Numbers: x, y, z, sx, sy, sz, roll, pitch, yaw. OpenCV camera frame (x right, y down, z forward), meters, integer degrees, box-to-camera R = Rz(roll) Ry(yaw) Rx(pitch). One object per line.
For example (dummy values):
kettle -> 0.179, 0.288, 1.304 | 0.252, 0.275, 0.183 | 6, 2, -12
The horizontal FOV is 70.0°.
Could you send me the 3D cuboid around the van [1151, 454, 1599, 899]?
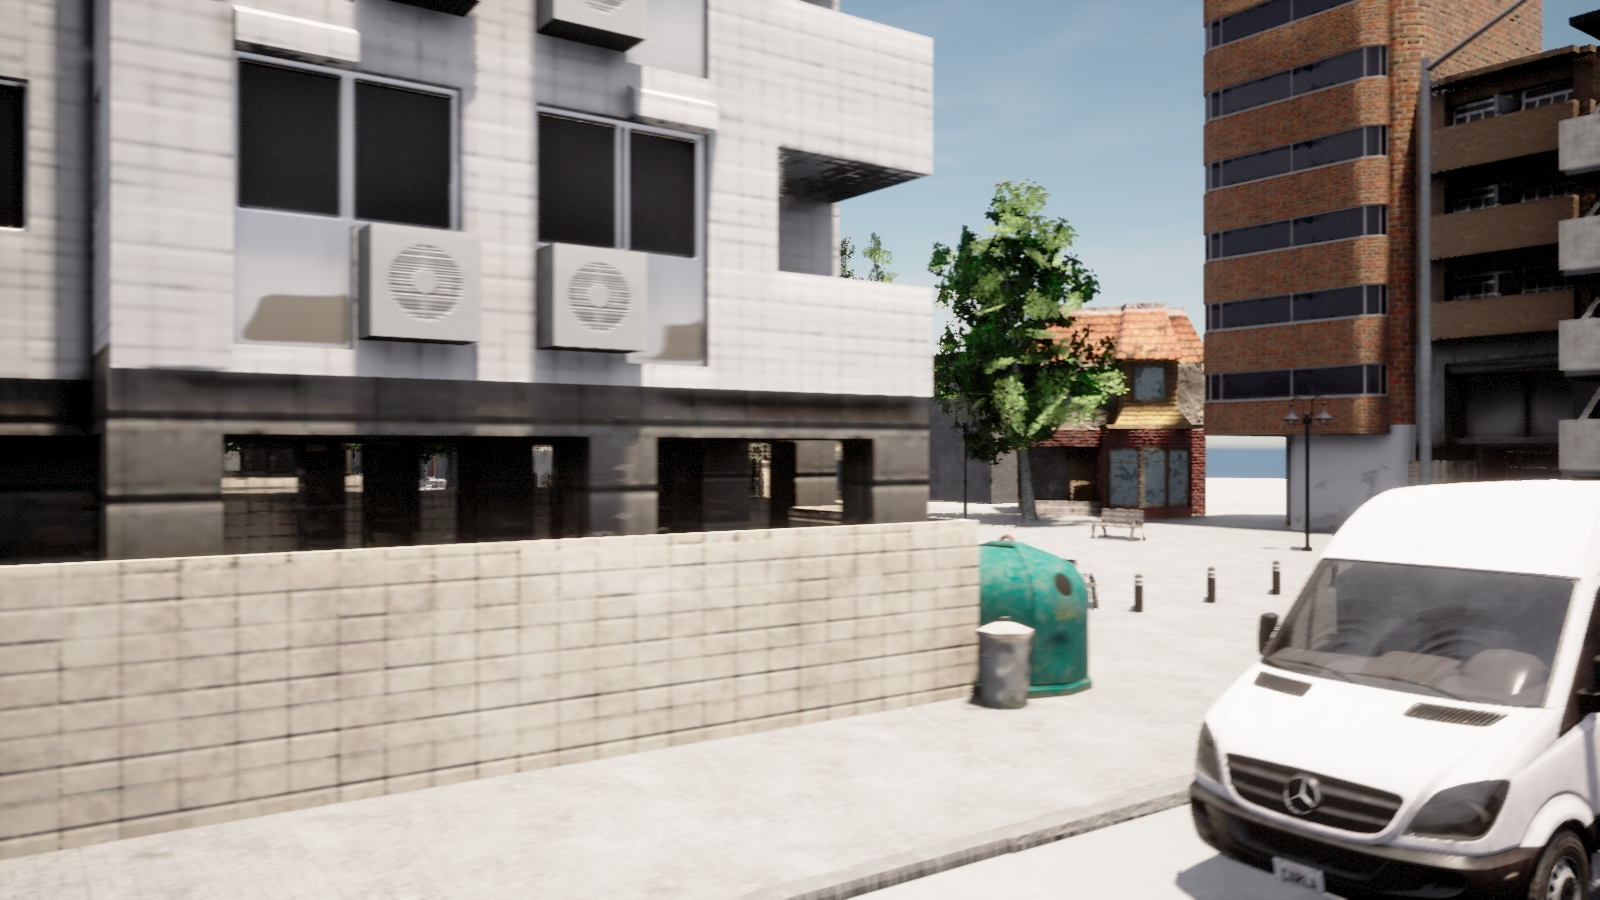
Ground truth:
van -> 5.222, 1.314, 8.158 | 5.915, 2.561, 1.988 | 0, 0, -35
